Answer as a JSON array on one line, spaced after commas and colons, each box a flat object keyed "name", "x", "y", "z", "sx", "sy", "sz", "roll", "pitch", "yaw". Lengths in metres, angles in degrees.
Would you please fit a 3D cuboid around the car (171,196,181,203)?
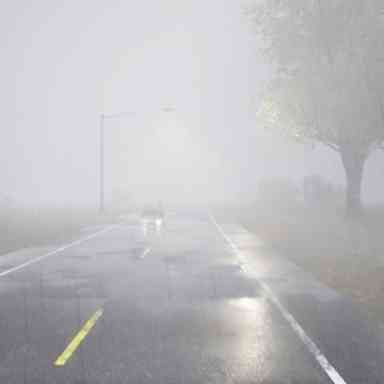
[{"name": "car", "x": -3.464, "y": 1.609, "z": 71.448, "sx": 1.994, "sy": 1.385, "sz": 4.181, "roll": 0, "pitch": 0, "yaw": 0}]

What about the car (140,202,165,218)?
[{"name": "car", "x": -3.579, "y": 1.651, "z": 31.087, "sx": 1.994, "sy": 1.385, "sz": 4.181, "roll": 0, "pitch": 0, "yaw": 0}]
